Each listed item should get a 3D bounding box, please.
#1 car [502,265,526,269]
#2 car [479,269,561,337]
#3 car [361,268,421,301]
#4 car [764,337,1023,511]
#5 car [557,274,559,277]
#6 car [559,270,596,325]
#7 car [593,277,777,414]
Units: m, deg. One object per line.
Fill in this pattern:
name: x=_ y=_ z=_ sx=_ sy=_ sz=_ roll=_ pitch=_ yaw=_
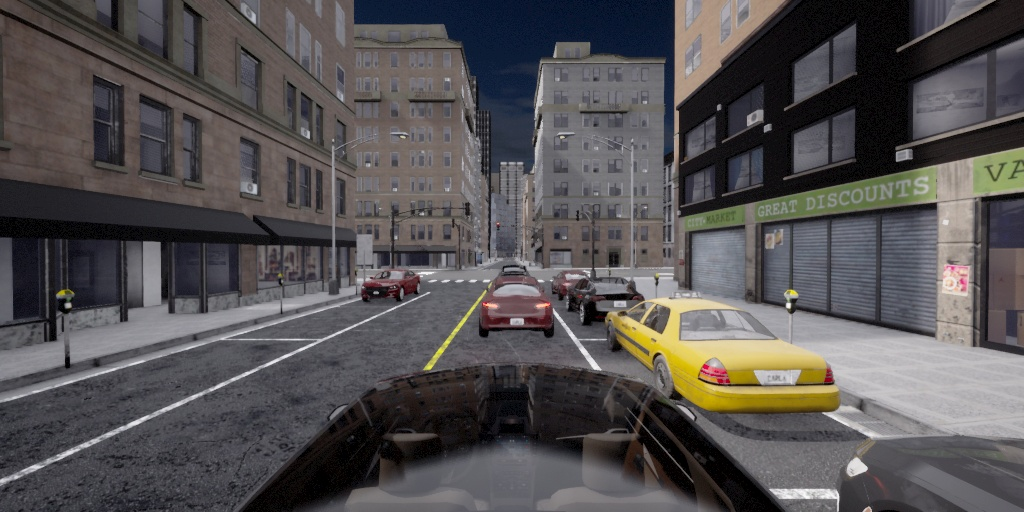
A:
car: x=0.116 y=1.248 z=20.446 sx=1.837 sy=1.490 sz=4.892 roll=0 pitch=0 yaw=0
car: x=0.102 y=1.273 z=10.167 sx=1.812 sy=1.442 sz=4.674 roll=0 pitch=0 yaw=0
car: x=-5.656 y=1.290 z=17.195 sx=1.888 sy=1.381 sz=4.507 roll=0 pitch=0 yaw=0
car: x=2.872 y=1.301 z=0.431 sx=2.007 sy=1.370 sz=4.403 roll=0 pitch=0 yaw=0
car: x=2.889 y=1.327 z=17.189 sx=1.802 sy=1.307 sz=4.207 roll=0 pitch=0 yaw=0
car: x=2.884 y=1.313 z=11.603 sx=1.948 sy=1.339 sz=4.313 roll=0 pitch=0 yaw=0
car: x=2.878 y=1.274 z=6.187 sx=1.751 sy=1.417 sz=4.829 roll=0 pitch=0 yaw=0
